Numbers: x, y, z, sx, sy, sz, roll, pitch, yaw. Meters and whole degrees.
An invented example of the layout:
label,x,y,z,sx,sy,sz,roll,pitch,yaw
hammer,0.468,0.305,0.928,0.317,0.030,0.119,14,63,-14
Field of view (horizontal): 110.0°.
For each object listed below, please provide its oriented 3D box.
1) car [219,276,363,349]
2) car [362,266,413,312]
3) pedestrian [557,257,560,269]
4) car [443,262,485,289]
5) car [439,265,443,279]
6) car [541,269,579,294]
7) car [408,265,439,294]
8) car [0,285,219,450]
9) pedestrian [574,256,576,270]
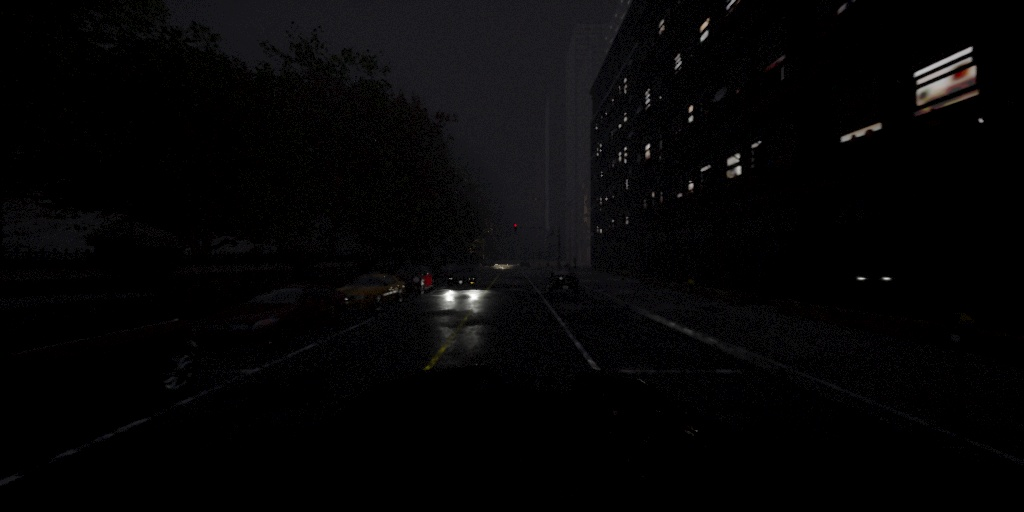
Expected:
label,x,y,z,sx,sy,sz,roll,pitch,yaw
car,-5.687,1.354,9.197,1.802,1.307,4.207,0,0,0
car,-5.685,1.314,14.565,1.751,1.417,4.829,0,0,0
pedestrian,6.158,1.028,47.362,0.375,1.860,0.375,0,0,0
car,-3.086,1.322,23.969,1.837,1.490,4.892,0,0,0
car,-5.754,1.391,31.350,2.007,1.370,4.403,0,0,0
car,2.698,1.356,20.272,2.007,1.370,4.403,0,0,0
car,-5.682,1.245,20.274,1.967,1.591,4.097,0,0,0
car,-5.690,1.195,3.658,1.967,1.591,4.097,0,0,0
pedestrian,8.158,0.921,46.762,0.375,1.860,0.375,0,0,0
